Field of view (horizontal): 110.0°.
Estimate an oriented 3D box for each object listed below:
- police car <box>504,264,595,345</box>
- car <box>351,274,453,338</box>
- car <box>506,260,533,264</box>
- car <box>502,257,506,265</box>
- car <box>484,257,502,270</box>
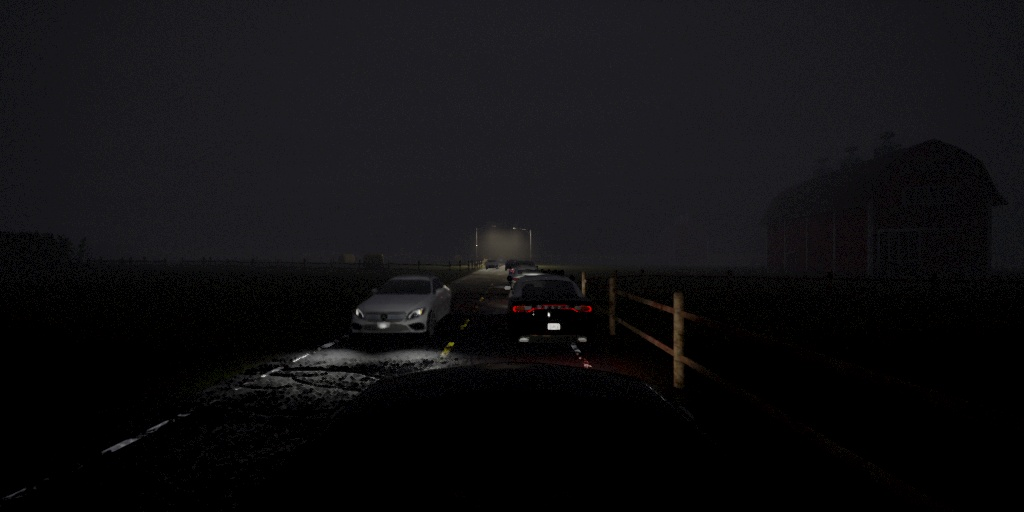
[{"bbox_3d":[0.819,1.174,9.607,1.930,1.638,5.238,0,0,0],"label":"police car"},{"bbox_3d":[-2.856,1.275,10.287,1.812,1.442,4.674,0,0,0],"label":"car"},{"bbox_3d":[0.806,1.099,25.467,2.097,1.767,4.553,0,0,0],"label":"car"},{"bbox_3d":[0.020,1.220,49.789,1.882,1.535,5.008,0,0,0],"label":"car"},{"bbox_3d":[-2.884,1.267,52.273,1.812,1.442,4.674,0,0,0],"label":"car"}]
